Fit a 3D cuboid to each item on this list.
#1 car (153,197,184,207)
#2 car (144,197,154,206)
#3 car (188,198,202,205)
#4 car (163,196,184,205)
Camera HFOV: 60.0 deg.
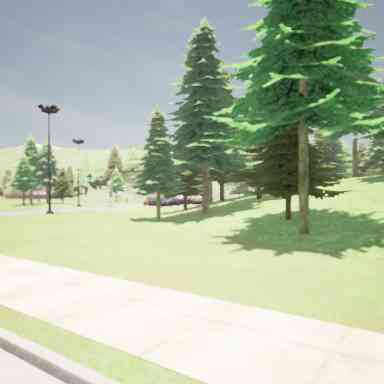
[{"bbox_3d":[-4.081,1.948,58.818,1.895,1.301,4.718,-1,0,37],"label":"car"},{"bbox_3d":[-6.077,1.731,62.023,2.097,1.767,4.553,-1,0,37],"label":"car"},{"bbox_3d":[1.826,1.947,66.971,1.895,1.301,4.718,-1,0,36],"label":"car"},{"bbox_3d":[-3.859,1.756,71.060,2.097,1.767,4.553,-1,0,36],"label":"car"}]
